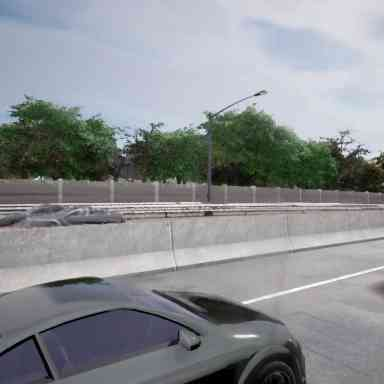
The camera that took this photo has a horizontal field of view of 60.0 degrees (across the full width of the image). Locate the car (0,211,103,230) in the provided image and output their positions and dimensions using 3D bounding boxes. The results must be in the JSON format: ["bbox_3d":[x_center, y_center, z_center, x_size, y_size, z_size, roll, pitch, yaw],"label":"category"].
[{"bbox_3d":[-6.077,1.604,12.549,4.718,1.301,1.895,0,0,-35],"label":"car"}]

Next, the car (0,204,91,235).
[{"bbox_3d":[-8.612,1.514,19.332,4.892,1.490,1.837,0,0,-35],"label":"car"}]

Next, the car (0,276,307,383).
[{"bbox_3d":[-0.842,1.566,3.152,4.181,1.385,1.994,0,0,-35],"label":"car"}]

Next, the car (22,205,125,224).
[{"bbox_3d":[-5.856,1.505,16.998,4.902,1.511,2.128,0,0,-35],"label":"car"}]
